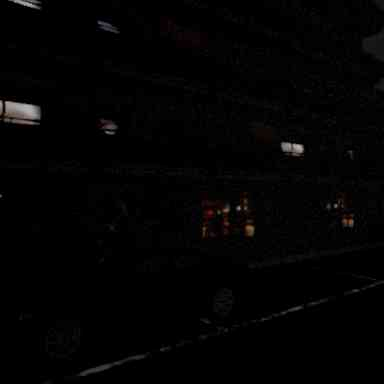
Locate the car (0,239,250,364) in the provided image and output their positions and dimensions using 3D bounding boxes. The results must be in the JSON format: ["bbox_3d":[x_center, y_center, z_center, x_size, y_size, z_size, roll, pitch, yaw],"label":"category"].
[{"bbox_3d":[-0.964,1.571,5.870,4.507,1.381,1.887,1,0,-35],"label":"car"}]
